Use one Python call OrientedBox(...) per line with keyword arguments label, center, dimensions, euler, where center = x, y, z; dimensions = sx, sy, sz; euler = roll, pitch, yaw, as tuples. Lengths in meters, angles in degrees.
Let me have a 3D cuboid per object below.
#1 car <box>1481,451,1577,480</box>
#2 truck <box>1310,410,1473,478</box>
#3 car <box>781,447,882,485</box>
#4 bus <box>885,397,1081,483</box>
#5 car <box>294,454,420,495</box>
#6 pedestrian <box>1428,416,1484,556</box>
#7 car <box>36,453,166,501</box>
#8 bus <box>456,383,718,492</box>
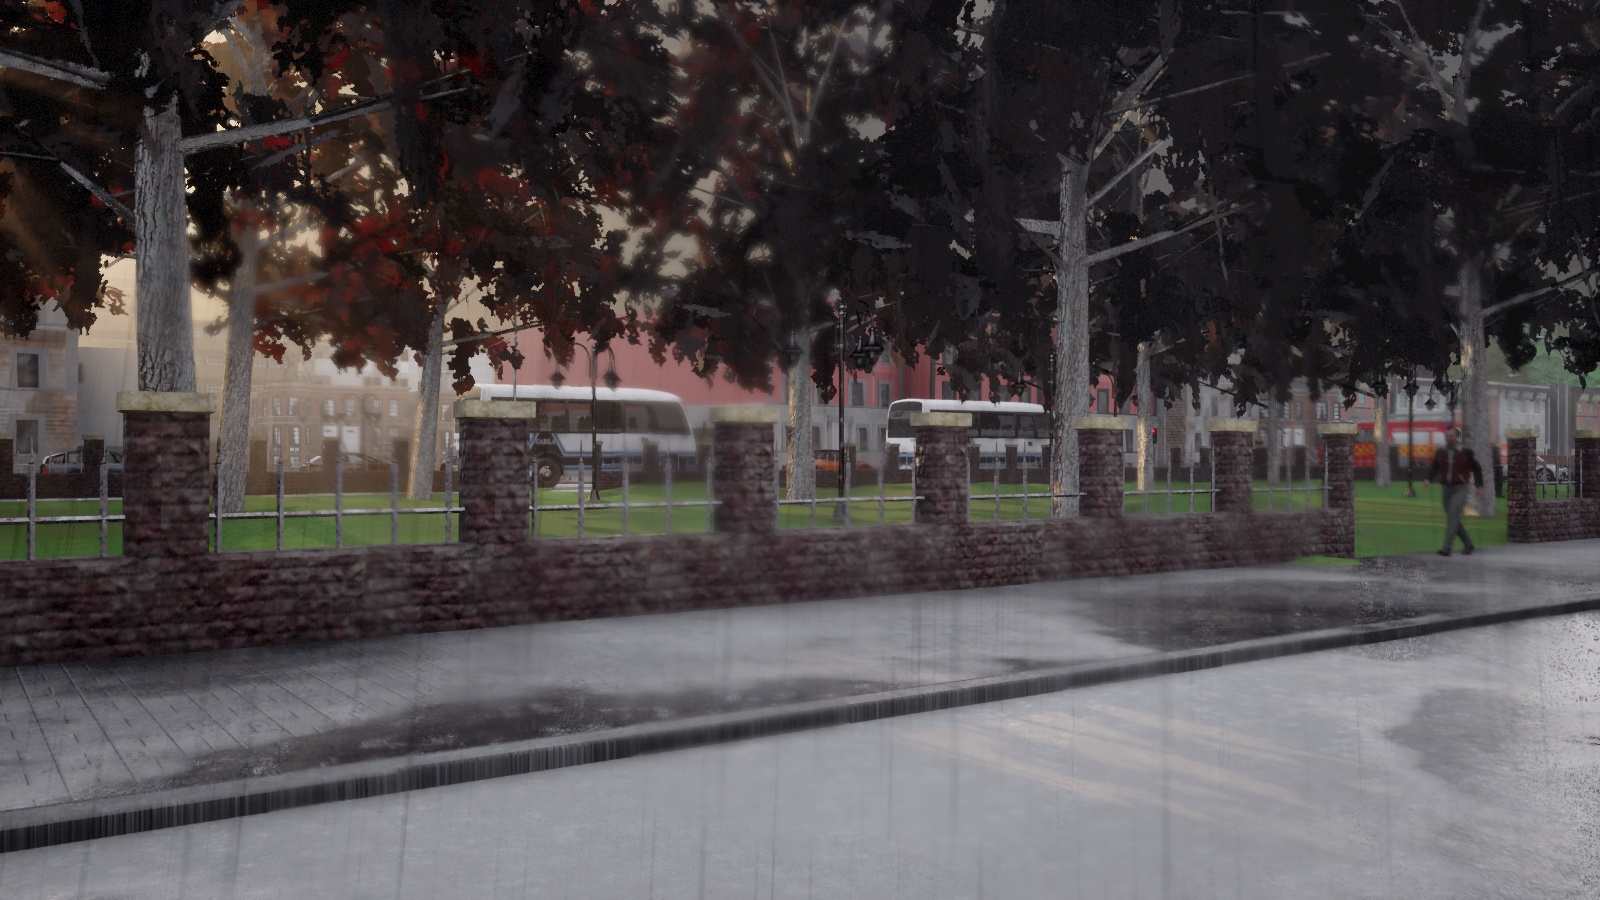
OrientedBox(label="car", center=(37.564, 0.789, 64.729), dimensions=(1.970, 1.475, 3.806), euler=(0, 0, -37))
OrientedBox(label="truck", center=(35.233, -0.311, 75.151), dimensions=(2.891, 3.827, 8.468), euler=(0, 0, -35))
OrientedBox(label="car", center=(1.542, 0.748, 60.656), dimensions=(4.553, 1.767, 2.097), euler=(0, 0, -35))
OrientedBox(label="bus", center=(9.780, -0.490, 66.470), dimensions=(10.273, 4.253, 3.944), euler=(0, 0, -34))
OrientedBox(label="car", center=(-16.821, 0.911, 47.789), dimensions=(4.193, 1.474, 1.816), euler=(0, 0, -35))
OrientedBox(label="pedestrian", center=(8.876, 0.477, 16.992), dimensions=(0.720, 1.854, 0.376), euler=(0, 0, -35))
OrientedBox(label="car", center=(-23.848, 0.879, 42.861), dimensions=(3.705, 1.549, 1.789), euler=(0, 0, -35))
OrientedBox(label="bus", center=(-8.897, -0.482, 53.337), dimensions=(10.273, 4.253, 3.944), euler=(0, 0, -35))
